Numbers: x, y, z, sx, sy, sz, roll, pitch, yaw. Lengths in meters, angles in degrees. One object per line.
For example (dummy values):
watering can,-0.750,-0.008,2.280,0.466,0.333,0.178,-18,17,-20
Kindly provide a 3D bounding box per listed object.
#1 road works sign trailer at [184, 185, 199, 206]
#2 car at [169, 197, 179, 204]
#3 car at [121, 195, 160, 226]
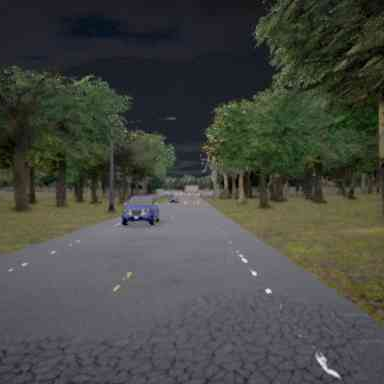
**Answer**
road works sign trailer,-0.010,0.572,55.685,2.380,3.560,2.880,0,0,0
car,-3.515,1.652,66.181,2.033,1.411,5.357,0,0,0
car,-3.604,1.286,24.258,2.150,2.045,5.566,0,0,0
